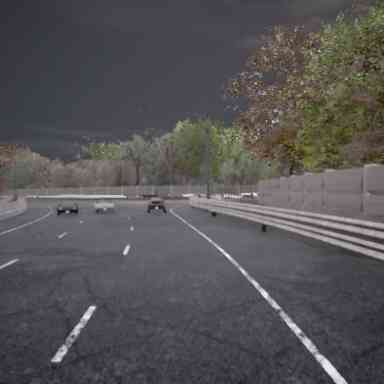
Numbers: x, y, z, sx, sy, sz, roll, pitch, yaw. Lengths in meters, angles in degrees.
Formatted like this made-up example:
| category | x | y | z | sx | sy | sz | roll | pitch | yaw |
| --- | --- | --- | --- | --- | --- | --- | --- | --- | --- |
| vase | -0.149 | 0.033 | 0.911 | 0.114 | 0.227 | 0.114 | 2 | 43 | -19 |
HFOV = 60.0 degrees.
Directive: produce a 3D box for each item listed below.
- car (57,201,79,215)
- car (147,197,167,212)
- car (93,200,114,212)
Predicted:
| category | x | y | z | sx | sy | sz | roll | pitch | yaw |
| --- | --- | --- | --- | --- | --- | --- | --- | --- | --- |
| car | -12.203 | 1.544 | 32.833 | 1.895 | 1.301 | 4.718 | -1 | 0 | -18 |
| car | -3.737 | 1.317 | 35.568 | 1.837 | 1.490 | 4.892 | -1 | 0 | -5 |
| car | -9.729 | 1.487 | 36.427 | 1.895 | 1.301 | 4.718 | -1 | 0 | -20 |
